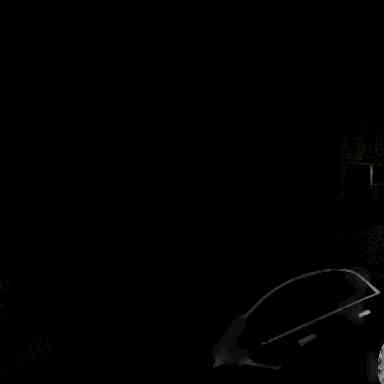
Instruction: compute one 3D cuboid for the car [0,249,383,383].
[{"bbox_3d":[0.548,1.499,3.644,4.892,1.490,1.837,0,0,-35],"label":"car"}]
